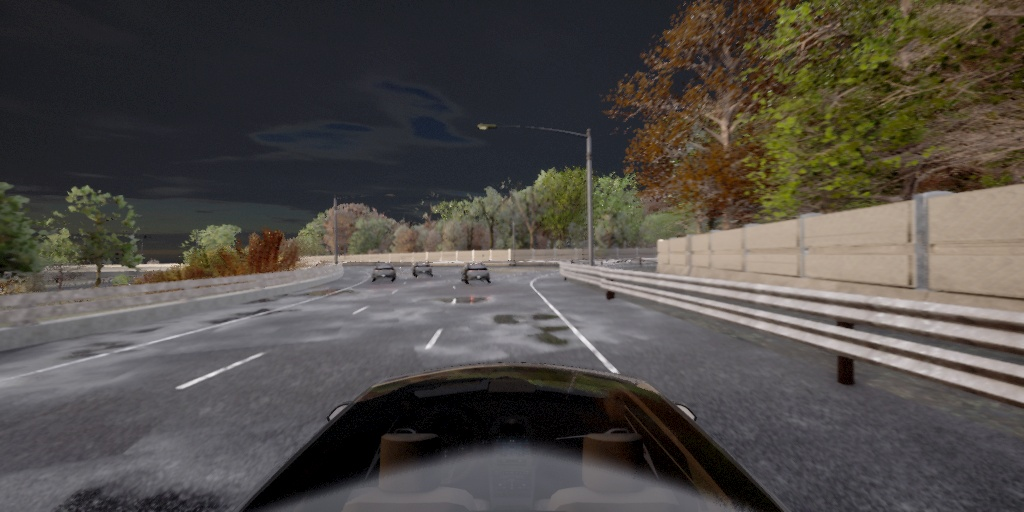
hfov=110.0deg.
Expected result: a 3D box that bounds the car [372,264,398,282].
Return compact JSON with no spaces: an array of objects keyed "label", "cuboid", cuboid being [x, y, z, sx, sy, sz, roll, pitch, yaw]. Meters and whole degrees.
[{"label":"car","cuboid":[-11.151,1.424,31.581,2.128,1.511,4.902,-1,0,-16]}]

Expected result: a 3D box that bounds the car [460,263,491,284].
[{"label":"car","cuboid":[-2.859,1.287,27.434,2.128,1.511,4.902,-1,0,-13]}]

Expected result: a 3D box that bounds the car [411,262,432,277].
[{"label":"car","cuboid":[-9.741,1.400,38.667,2.128,1.511,4.902,-1,0,-19]}]
